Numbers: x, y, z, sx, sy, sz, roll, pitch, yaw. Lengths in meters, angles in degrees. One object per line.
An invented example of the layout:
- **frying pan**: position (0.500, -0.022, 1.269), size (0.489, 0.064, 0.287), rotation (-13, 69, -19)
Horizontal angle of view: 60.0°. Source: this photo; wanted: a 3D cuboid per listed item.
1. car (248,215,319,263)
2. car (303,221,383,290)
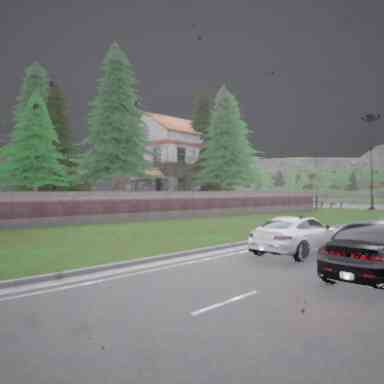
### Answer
- **car**: position (3.942, 1.595, 12.365), size (4.674, 1.442, 1.812), rotation (0, -1, -43)
- **car**: position (5.047, 1.531, 8.652), size (4.892, 1.490, 1.837), rotation (0, -1, -43)
